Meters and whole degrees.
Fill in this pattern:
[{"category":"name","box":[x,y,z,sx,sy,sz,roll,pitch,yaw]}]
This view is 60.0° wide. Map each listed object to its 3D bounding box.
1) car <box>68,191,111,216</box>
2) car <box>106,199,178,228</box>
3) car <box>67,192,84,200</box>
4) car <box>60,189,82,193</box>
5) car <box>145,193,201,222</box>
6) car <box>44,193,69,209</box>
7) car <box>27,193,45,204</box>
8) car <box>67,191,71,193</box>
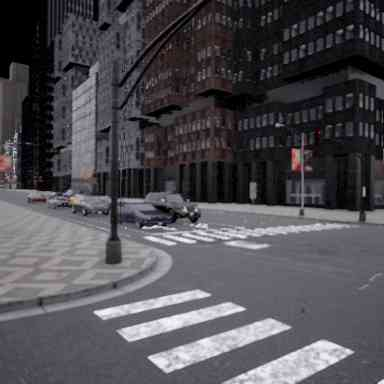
[{"category":"car","box":[-8.823,1.082,28.929,2.097,1.767,4.553,1,0,-36]},{"category":"car","box":[-3.361,1.409,21.359,2.033,1.411,5.357,1,0,-36]},{"category":"car","box":[-23.018,0.781,65.591,1.812,1.442,4.674,1,1,-36]},{"category":"car","box":[-19.875,0.599,55.693,2.150,2.045,5.566,1,0,-36]},{"category":"car","box":[-1.627,1.094,24.500,2.150,2.045,5.566,1,0,-36]},{"category":"car","box":[-14.605,1.151,36.965,1.994,1.385,4.181,1,0,-35]},{"category":"car","box":[-22.253,0.868,47.648,1.882,1.535,5.008,1,0,-35]},{"category":"car","box":[-13.585,1.056,41.096,1.882,1.535,5.008,1,0,-36]}]
